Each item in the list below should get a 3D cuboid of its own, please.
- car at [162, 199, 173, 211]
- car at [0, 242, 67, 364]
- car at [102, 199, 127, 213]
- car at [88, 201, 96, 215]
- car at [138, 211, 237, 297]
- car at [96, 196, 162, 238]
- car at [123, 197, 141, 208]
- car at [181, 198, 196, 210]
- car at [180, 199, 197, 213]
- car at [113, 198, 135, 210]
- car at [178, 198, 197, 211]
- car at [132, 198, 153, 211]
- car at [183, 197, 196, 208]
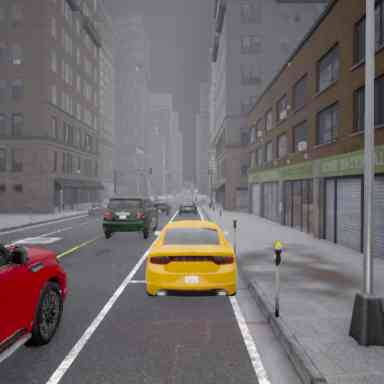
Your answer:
[{"bbox_3d":[-3.100,1.506,33.907,1.837,1.490,4.892,0,0,1],"label":"car"},{"bbox_3d":[-3.146,1.222,3.161,2.150,2.045,5.566,0,0,0],"label":"car"},{"bbox_3d":[-8.918,1.567,38.589,1.947,1.339,4.313,-1,0,0],"label":"car"},{"bbox_3d":[-8.920,1.440,33.084,1.967,1.590,4.097,-1,0,0],"label":"car"},{"bbox_3d":[-0.005,1.476,8.651,1.882,1.535,5.008,0,0,0],"label":"car"},{"bbox_3d":[-3.114,1.221,17.740,2.150,2.045,5.566,0,0,1],"label":"car"},{"bbox_3d":[-8.918,1.550,49.600,1.887,1.381,4.507,-1,0,0],"label":"car"},{"bbox_3d":[-0.393,1.548,44.094,1.887,1.381,4.507,-1,0,0],"label":"car"},{"bbox_3d":[-0.393,1.546,38.589,1.887,1.381,4.507,-1,0,0],"label":"car"},{"bbox_3d":[-8.918,1.554,44.095,2.008,1.369,4.403,-1,0,0],"label":"car"},{"bbox_3d":[-0.393,1.565,33.084,1.947,1.339,4.313,-1,0,0],"label":"car"},{"bbox_3d":[-6.197,1.527,42.028,1.812,1.442,4.674,0,0,1],"label":"car"},{"bbox_3d":[-0.394,1.550,49.600,1.887,1.381,4.507,-1,0,0],"label":"car"}]
